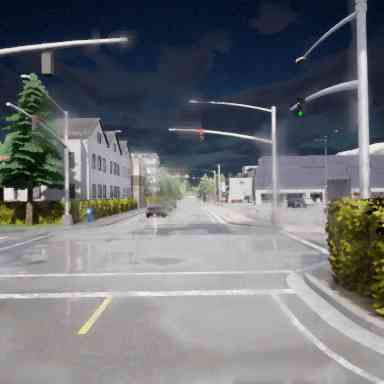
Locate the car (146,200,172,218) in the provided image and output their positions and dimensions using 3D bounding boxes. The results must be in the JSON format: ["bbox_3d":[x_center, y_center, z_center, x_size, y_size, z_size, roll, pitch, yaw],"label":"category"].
[{"bbox_3d":[-3.588,1.844,34.567,2.033,1.411,5.357,-1,-1,0],"label":"car"}]

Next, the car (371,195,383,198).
[{"bbox_3d":[19.128,1.183,31.253,1.905,1.878,3.866,-1,-1,0],"label":"car"}]

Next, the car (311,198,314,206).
[{"bbox_3d":[19.092,1.573,56.179,1.970,1.475,3.806,-1,-1,0],"label":"car"}]

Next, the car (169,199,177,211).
[{"bbox_3d":[-3.572,1.885,44.863,2.128,1.511,4.902,-1,-1,0],"label":"car"}]

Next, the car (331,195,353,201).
[{"bbox_3d":[25.507,1.398,56.516,2.152,1.636,5.027,-1,-1,0],"label":"car"}]

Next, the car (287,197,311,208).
[{"bbox_3d":[15.444,1.629,49.122,2.007,1.523,4.514,-1,-1,0],"label":"car"}]

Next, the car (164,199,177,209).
[{"bbox_3d":[-3.523,1.995,55.276,1.837,1.490,4.892,-1,-1,0],"label":"car"}]
